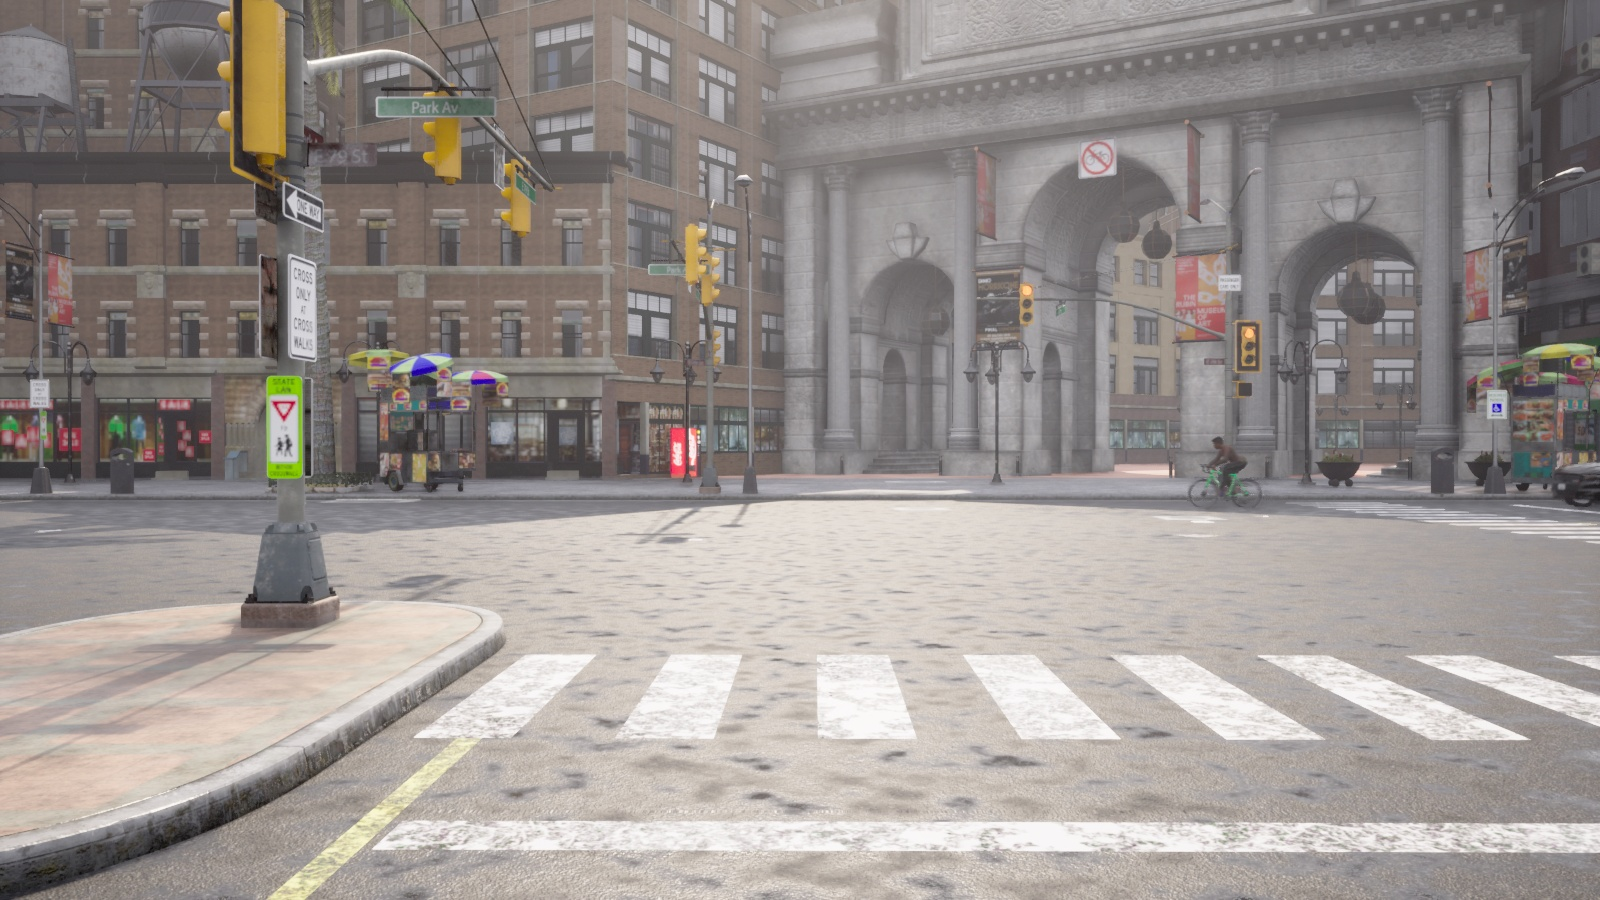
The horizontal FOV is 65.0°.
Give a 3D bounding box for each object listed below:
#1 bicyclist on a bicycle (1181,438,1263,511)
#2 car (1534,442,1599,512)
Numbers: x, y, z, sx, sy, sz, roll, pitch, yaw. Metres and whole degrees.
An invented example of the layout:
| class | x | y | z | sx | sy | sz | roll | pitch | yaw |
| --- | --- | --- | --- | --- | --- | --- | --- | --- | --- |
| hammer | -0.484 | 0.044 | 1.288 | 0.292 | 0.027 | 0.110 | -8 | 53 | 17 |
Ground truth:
| class | x | y | z | sx | sy | sz | roll | pitch | yaw |
| --- | --- | --- | --- | --- | --- | --- | --- | --- | --- |
| bicyclist on a bicycle | 9.496 | 0.547 | 28.281 | 1.656 | 1.620 | 0.582 | 0 | 0 | 1 |
| car | 19.512 | 0.581 | 28.139 | 5.008 | 1.535 | 1.882 | 0 | 0 | 1 |
